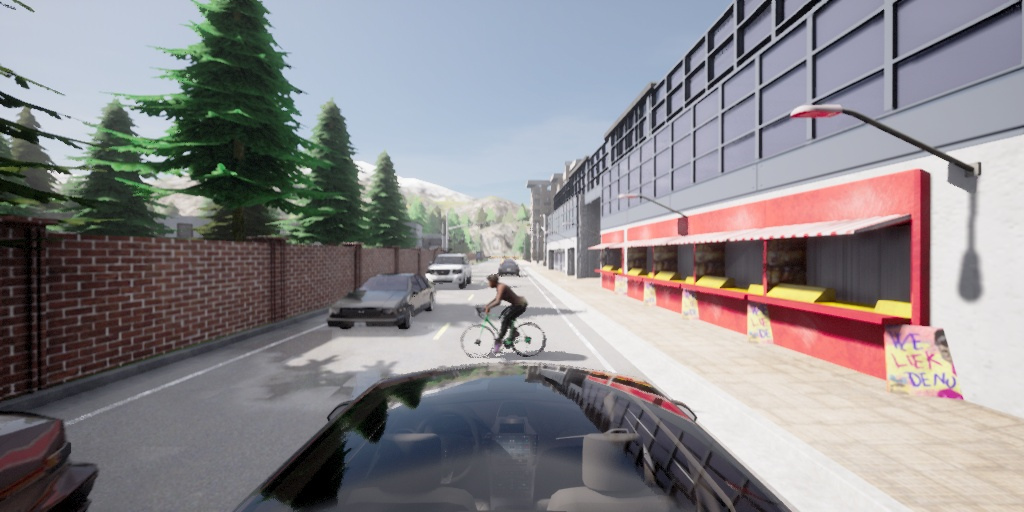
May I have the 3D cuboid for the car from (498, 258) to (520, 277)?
[{"bbox_3d":[-0.277,1.167,33.699,1.994,1.385,4.181,0,0,0],"label":"car"}]

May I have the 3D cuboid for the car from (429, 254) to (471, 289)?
[{"bbox_3d":[-3.808,0.881,22.364,2.150,2.045,5.566,0,0,0],"label":"car"}]

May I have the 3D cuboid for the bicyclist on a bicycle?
[{"bbox_3d":[-0.181,1.174,6.903,1.656,1.620,0.582,-2,0,-1],"label":"bicyclist on a bicycle"}]

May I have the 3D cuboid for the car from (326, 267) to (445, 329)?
[{"bbox_3d":[-3.697,1.255,11.308,2.033,1.411,5.357,0,0,-1],"label":"car"}]
